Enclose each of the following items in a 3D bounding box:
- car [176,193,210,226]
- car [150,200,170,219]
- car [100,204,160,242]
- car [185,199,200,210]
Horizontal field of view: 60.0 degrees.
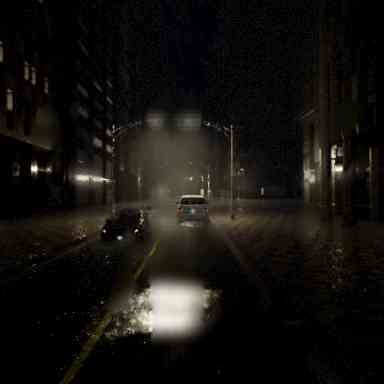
[{"bbox_3d":[0.066,1.256,23.612,2.150,2.045,5.566,0,0,0],"label":"car"},{"bbox_3d":[-3.012,1.548,30.054,1.837,1.490,4.892,0,0,0],"label":"car"},{"bbox_3d":[-3.048,1.571,16.787,2.033,1.411,5.357,0,0,1],"label":"car"},{"bbox_3d":[0.080,1.663,44.277,1.895,1.301,4.718,0,0,0],"label":"car"}]
